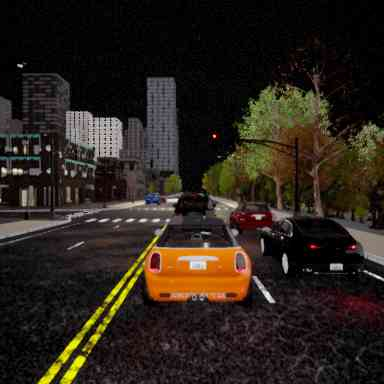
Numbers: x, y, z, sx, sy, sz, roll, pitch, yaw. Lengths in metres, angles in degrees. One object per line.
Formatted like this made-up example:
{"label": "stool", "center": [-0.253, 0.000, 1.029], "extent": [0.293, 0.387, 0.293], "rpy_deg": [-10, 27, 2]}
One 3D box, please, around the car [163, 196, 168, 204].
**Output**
{"label": "car", "center": [-3.235, 1.487, 55.186], "extent": [1.812, 1.442, 4.674], "rpy_deg": [0, 0, 0]}

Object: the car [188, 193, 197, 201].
{"label": "car", "center": [0.146, 1.157, 80.742], "extent": [2.150, 2.045, 5.566], "rpy_deg": [0, 0, 0]}

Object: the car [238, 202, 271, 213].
{"label": "car", "center": [3.385, 1.341, 19.032], "extent": [2.097, 1.767, 4.553], "rpy_deg": [0, 0, 0]}

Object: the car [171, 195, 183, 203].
{"label": "car", "center": [-3.121, 1.474, 70.267], "extent": [2.128, 1.511, 4.902], "rpy_deg": [0, 0, 0]}

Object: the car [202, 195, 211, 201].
{"label": "car", "center": [3.396, 1.472, 80.707], "extent": [2.033, 1.411, 5.357], "rpy_deg": [0, 0, 0]}

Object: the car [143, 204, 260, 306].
{"label": "car", "center": [0.115, 1.347, 8.164], "extent": [2.097, 1.767, 4.553], "rpy_deg": [0, 0, 0]}

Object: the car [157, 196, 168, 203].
{"label": "car", "center": [-6.370, 1.544, 71.282], "extent": [1.895, 1.301, 4.718], "rpy_deg": [0, 0, 0]}

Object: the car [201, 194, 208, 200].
{"label": "car", "center": [3.415, 1.287, 91.125], "extent": [1.812, 1.442, 4.674], "rpy_deg": [0, 0, 0]}

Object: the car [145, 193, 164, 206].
{"label": "car", "center": [-6.480, 1.184, 55.907], "extent": [2.150, 2.045, 5.566], "rpy_deg": [0, 0, 0]}

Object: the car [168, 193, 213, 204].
{"label": "car", "center": [0.134, 1.211, 17.705], "extent": [2.150, 2.045, 5.566], "rpy_deg": [0, 0, 0]}

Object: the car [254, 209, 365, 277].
{"label": "car", "center": [3.369, 1.499, 10.162], "extent": [1.837, 1.490, 4.892], "rpy_deg": [0, 0, 0]}
